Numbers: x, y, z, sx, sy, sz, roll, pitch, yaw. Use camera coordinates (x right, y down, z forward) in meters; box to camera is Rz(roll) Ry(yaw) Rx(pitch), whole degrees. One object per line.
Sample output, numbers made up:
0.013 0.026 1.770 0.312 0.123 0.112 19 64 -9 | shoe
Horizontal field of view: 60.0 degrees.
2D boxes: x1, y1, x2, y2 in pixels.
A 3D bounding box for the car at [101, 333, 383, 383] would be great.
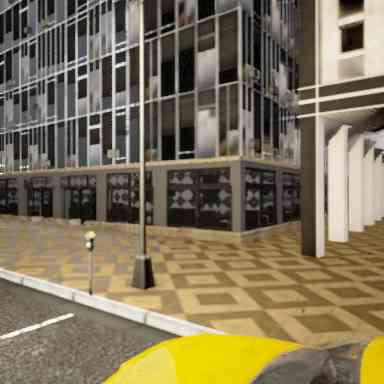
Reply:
1.368 1.526 1.908 4.829 1.417 1.752 0 0 35 | car
